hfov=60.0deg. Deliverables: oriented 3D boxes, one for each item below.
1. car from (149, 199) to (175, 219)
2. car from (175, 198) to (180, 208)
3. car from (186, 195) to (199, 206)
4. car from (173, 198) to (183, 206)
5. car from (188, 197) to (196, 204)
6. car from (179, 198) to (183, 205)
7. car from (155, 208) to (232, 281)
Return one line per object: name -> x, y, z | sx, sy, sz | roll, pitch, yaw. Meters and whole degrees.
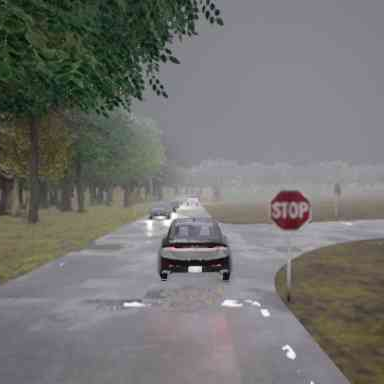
car -> -2.844, 1.648, 30.797 | 1.837, 1.490, 4.892 | 0, 0, 0
car -> -2.833, 1.799, 40.877 | 1.895, 1.301, 4.718 | 0, 0, 0
car -> 0.105, 1.544, 62.973 | 2.150, 2.045, 5.566 | 0, 0, 0
car -> -2.750, 1.860, 65.320 | 1.812, 1.442, 4.674 | 0, 0, 0
car -> 0.007, 1.848, 73.324 | 1.882, 1.535, 5.008 | 0, 0, 0
car -> -2.828, 1.807, 51.474 | 2.033, 1.411, 5.357 | 0, 0, 0
car -> 0.074, 1.494, 9.974 | 2.128, 1.511, 4.902 | -1, 1, 0
